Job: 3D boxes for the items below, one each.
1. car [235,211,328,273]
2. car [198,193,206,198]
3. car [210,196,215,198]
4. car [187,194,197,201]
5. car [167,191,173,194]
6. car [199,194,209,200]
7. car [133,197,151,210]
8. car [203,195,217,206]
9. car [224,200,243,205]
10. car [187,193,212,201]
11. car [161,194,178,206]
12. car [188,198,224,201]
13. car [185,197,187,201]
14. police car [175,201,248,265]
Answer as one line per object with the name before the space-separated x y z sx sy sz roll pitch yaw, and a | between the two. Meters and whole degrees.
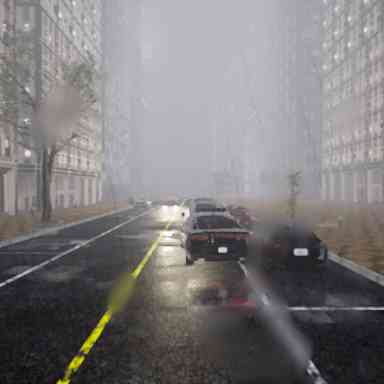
car | 2.682 1.499 10.260 1.947 1.339 4.313 -1 0 0
car | 2.679 0.947 89.257 2.008 1.369 4.403 -1 0 0
car | 2.681 1.346 27.357 1.752 1.417 4.829 -1 0 0
car | -0.004 1.124 66.516 1.994 1.385 4.181 0 0 0
car | -5.701 1.043 72.140 1.752 1.417 4.829 -1 0 0
car | 2.680 1.066 72.329 2.008 1.369 4.403 -1 0 0
car | -5.700 1.298 38.462 2.008 1.369 4.403 -1 0 0
car | 2.680 1.215 49.759 1.887 1.381 4.507 -1 0 0
car | 2.681 1.404 21.545 1.887 1.381 4.507 -1 0 0
car | 0.846 1.171 27.490 2.097 1.767 4.553 0 0 0
car | -3.014 1.280 48.595 1.895 1.301 4.718 0 0 0
car | 0.818 1.365 21.521 1.837 1.490 4.892 0 0 0
car | 0.021 1.247 47.880 1.994 1.385 4.181 0 0 0
police car | 0.605 1.349 11.587 1.930 1.638 5.238 0 0 -5
